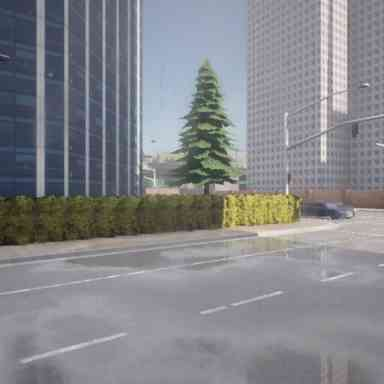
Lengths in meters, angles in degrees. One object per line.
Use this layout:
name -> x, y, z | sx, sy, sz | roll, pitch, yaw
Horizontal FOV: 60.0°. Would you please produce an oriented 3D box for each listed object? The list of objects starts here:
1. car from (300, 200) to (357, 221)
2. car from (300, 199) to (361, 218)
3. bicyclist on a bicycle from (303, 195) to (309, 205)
car -> 11.083, 1.525, 27.718 | 1.812, 1.442, 4.674 | 0, 0, -31
car -> 12.979, 1.491, 31.435 | 2.128, 1.511, 4.902 | 0, 0, -36
bicyclist on a bicycle -> 16.302, 1.301, 47.409 | 1.656, 1.620, 0.582 | 0, 0, -35
